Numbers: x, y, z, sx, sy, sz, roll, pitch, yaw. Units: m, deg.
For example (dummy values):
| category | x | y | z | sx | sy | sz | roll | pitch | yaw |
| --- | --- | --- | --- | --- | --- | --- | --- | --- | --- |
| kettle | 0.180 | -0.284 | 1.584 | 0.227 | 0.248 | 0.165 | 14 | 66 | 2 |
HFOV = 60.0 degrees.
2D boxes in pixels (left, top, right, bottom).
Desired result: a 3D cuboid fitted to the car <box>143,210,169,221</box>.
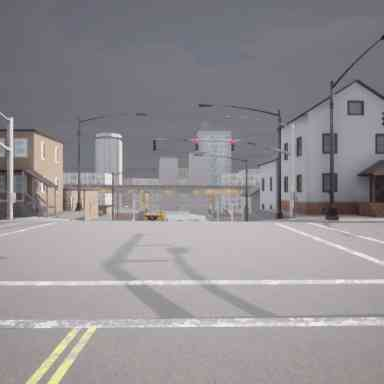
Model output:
| category | x | y | z | sx | sy | sz | roll | pitch | yaw |
| --- | --- | --- | --- | --- | --- | --- | --- | --- | --- |
| car | -3.673 | 2.535 | 33.502 | 1.882 | 1.535 | 5.008 | 0 | -9 | 1 |

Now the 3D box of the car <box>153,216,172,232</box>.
| category | x | y | z | sx | sy | sz | roll | pitch | yaw |
| --- | --- | --- | --- | --- | --- | --- | --- | --- | --- |
| car | -3.780 | 4.235 | 43.725 | 2.128 | 1.511 | 4.902 | 0 | -13 | -1 |
